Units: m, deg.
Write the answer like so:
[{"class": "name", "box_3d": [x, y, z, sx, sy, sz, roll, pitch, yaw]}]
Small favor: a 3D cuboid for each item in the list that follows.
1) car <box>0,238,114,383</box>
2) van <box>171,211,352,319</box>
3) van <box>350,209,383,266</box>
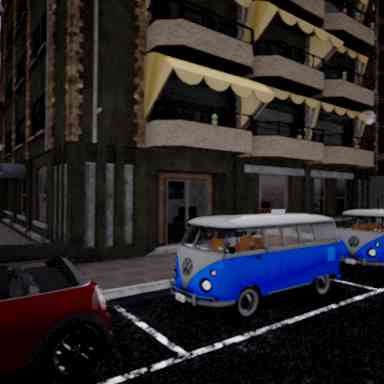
[{"class": "car", "box_3d": [-3.124, 1.437, 3.864, 4.097, 1.590, 1.967, 1, 0, -36]}, {"class": "van", "box_3d": [1.505, 1.382, 7.173, 3.998, 1.788, 1.690, 1, 0, -36]}, {"class": "van", "box_3d": [6.134, 1.427, 10.482, 3.998, 1.788, 1.690, 1, 0, -36]}]
